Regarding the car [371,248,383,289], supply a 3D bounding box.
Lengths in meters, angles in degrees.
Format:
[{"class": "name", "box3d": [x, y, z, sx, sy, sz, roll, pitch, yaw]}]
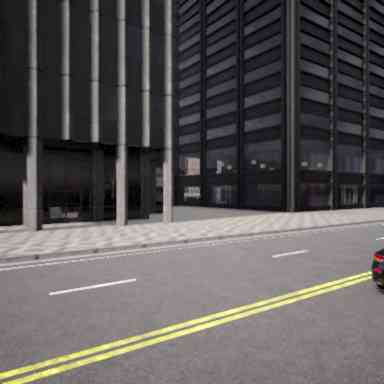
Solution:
[{"class": "car", "box3d": [5.986, 1.521, 7.756, 4.674, 1.442, 1.812, 0, 0, -35]}]
